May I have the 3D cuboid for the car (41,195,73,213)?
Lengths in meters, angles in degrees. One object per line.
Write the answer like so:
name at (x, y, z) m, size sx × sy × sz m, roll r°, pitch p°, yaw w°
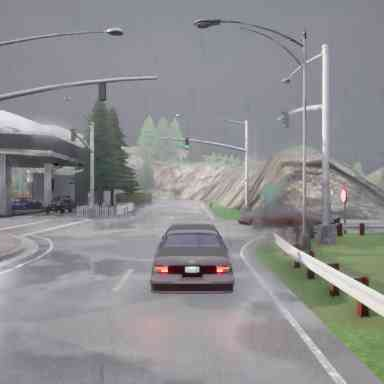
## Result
car at (-14.519, 1.313, 36.524) m, size 1.905 × 1.878 × 3.866 m, roll 0°, pitch 0°, yaw -1°

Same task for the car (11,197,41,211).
car at (-20.224, 1.480, 40.803) m, size 2.242 × 1.667 × 4.611 m, roll 0°, pitch 0°, yaw -1°

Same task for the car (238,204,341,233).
car at (5.193, 1.383, 18.139) m, size 5.357 × 1.411 × 2.033 m, roll -1°, pitch 0°, yaw 37°

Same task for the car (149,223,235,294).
car at (0.003, 1.547, 8.940) m, size 2.033 × 1.411 × 5.357 m, roll 0°, pitch 0°, yaw 0°
